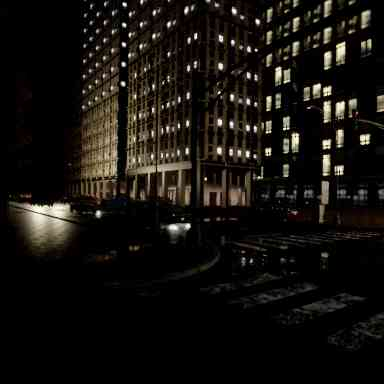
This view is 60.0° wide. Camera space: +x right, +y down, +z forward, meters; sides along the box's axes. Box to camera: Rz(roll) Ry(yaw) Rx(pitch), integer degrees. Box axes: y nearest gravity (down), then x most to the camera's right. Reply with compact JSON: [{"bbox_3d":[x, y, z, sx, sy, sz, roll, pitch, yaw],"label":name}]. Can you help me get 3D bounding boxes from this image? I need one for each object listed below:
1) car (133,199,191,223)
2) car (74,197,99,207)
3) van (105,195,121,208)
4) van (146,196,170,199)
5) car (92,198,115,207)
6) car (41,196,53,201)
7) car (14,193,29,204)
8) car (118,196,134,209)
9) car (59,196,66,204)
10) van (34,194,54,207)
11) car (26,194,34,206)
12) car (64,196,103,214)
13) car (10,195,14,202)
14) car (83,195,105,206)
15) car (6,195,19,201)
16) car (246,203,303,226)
[{"bbox_3d":[-2.169,1.490,25.202,2.033,1.411,5.357,1,-1,-35],"label":"car"},{"bbox_3d":[-16.014,1.517,50.296,2.033,1.411,5.357,1,-1,-36],"label":"car"},{"bbox_3d":[-10.499,1.368,46.999,1.690,1.788,3.998,1,-1,-35],"label":"van"},{"bbox_3d":[-3.972,1.382,37.777,1.690,1.788,3.998,1,-1,-35],"label":"van"},{"bbox_3d":[-13.767,1.586,51.606,1.947,1.339,4.313,1,-1,-35],"label":"car"},{"bbox_3d":[-36.611,1.570,83.879,1.802,1.307,4.206,1,-1,-35],"label":"car"},{"bbox_3d":[-30.392,1.155,60.600,2.192,1.841,5.009,1,-1,-35],"label":"car"},{"bbox_3d":[-7.239,1.584,42.386,2.008,1.369,4.403,1,-1,-35],"label":"car"},{"bbox_3d":[-22.142,1.463,58.951,1.837,1.490,4.892,1,-1,-35],"label":"car"},{"bbox_3d":[-20.601,1.197,46.768,1.690,1.788,3.998,1,-1,-35],"label":"van"},{"bbox_3d":[-23.869,1.432,51.376,1.802,1.307,4.206,1,-1,-35],"label":"car"},{"bbox_3d":[-10.815,1.427,32.935,2.008,1.369,4.403,1,-1,-35],"label":"car"},{"bbox_3d":[-36.923,1.396,69.818,1.947,1.339,4.313,1,-1,-35],"label":"car"},{"bbox_3d":[-12.653,1.270,40.055,2.097,1.767,4.553,1,-1,-35],"label":"car"},{"bbox_3d":[-40.185,1.377,74.429,2.008,1.369,4.403,1,-1,-35],"label":"car"},{"bbox_3d":[5.817,1.505,23.945,1.967,1.590,4.097,1,-1,-35],"label":"car"}]
